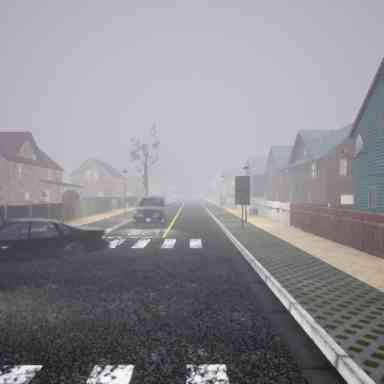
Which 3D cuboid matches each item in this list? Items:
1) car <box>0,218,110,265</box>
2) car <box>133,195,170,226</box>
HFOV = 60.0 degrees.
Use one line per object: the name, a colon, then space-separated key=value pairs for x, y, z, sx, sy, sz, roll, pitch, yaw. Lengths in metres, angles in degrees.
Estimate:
car: x=-5.400 y=1.563 z=10.553 sx=5.357 sy=1.411 sz=2.033 roll=0 pitch=0 yaw=-34
car: x=-2.786 y=1.318 z=23.908 sx=2.150 sy=2.045 sz=5.566 roll=0 pitch=2 yaw=0
